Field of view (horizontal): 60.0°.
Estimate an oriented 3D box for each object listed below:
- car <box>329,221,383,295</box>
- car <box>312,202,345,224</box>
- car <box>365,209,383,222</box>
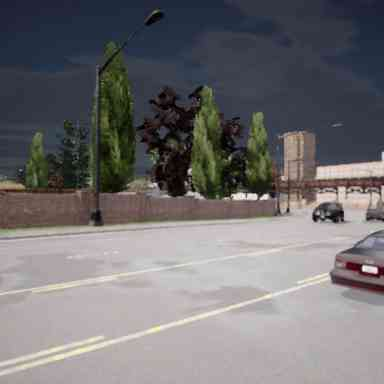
[{"bbox_3d":[5.459,1.637,8.332,5.357,1.411,2.033,1,-1,-41],"label":"car"},{"bbox_3d":[13.768,2.038,33.293,2.150,2.045,5.566,0,-2,35],"label":"car"},{"bbox_3d":[21.029,2.653,38.027,2.033,1.411,5.357,0,-2,31],"label":"car"}]
